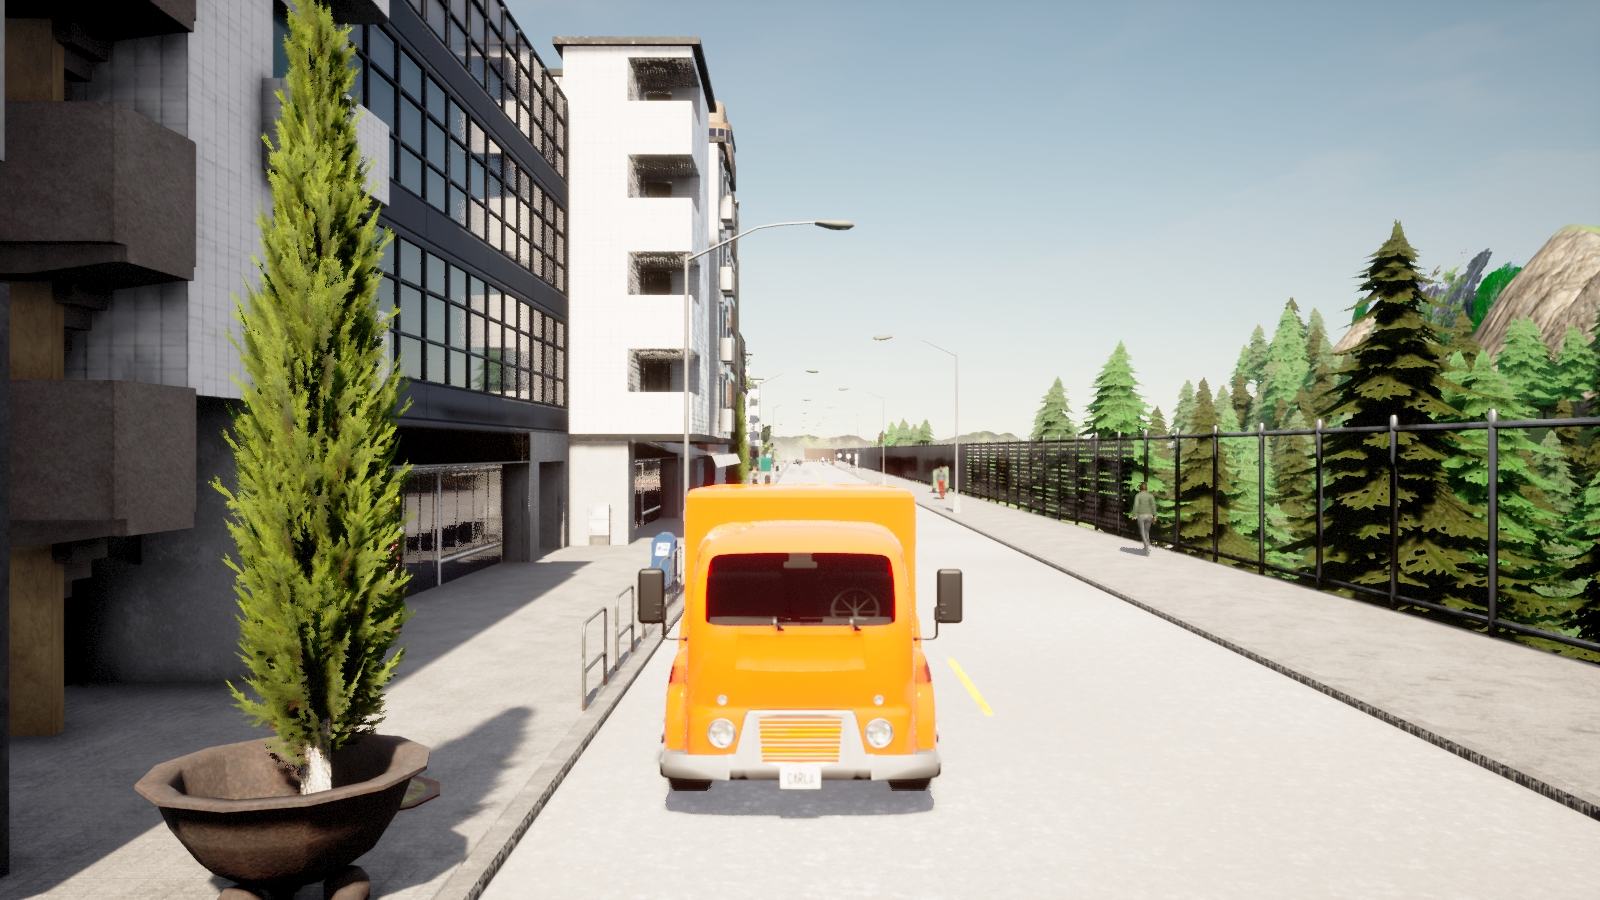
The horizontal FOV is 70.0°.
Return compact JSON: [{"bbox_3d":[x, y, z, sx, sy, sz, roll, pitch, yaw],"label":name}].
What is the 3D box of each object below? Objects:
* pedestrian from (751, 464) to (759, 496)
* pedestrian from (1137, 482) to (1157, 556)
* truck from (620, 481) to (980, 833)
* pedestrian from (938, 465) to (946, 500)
[{"bbox_3d":[-2.673,1.770,67.769,0.375,1.860,0.375,0,0,-12],"label":"pedestrian"},{"bbox_3d":[8.863,1.756,29.209,0.375,1.860,0.375,0,0,-3],"label":"pedestrian"},{"bbox_3d":[-0.001,1.580,10.936,2.627,2.467,5.204,0,0,0],"label":"truck"},{"bbox_3d":[7.672,1.769,61.836,0.375,1.860,0.375,0,0,0],"label":"pedestrian"}]
